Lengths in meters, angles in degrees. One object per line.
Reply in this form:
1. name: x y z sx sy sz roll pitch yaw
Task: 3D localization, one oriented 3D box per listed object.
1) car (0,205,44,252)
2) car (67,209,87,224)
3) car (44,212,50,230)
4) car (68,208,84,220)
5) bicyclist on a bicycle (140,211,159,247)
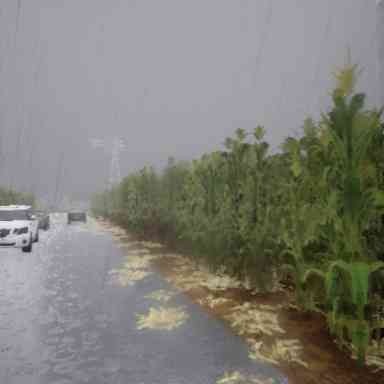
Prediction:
1. car: -8.829 1.721 16.228 2.150 2.045 5.566 -2 0 -20
2. car: -12.666 2.625 36.595 1.882 1.535 5.008 -2 -2 -19
3. car: -12.826 2.369 27.452 2.128 1.511 4.902 -2 -2 -20
4. car: -16.530 3.114 47.298 1.994 1.385 4.181 -2 -1 -19
5. bicyclist on a bicycle: -1.599 1.718 15.341 1.656 1.620 0.582 -2 0 -20
